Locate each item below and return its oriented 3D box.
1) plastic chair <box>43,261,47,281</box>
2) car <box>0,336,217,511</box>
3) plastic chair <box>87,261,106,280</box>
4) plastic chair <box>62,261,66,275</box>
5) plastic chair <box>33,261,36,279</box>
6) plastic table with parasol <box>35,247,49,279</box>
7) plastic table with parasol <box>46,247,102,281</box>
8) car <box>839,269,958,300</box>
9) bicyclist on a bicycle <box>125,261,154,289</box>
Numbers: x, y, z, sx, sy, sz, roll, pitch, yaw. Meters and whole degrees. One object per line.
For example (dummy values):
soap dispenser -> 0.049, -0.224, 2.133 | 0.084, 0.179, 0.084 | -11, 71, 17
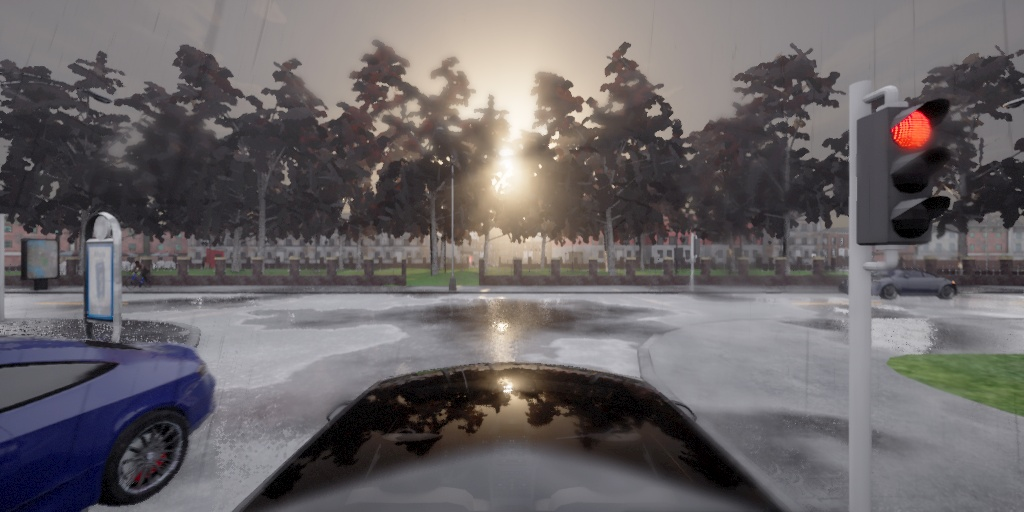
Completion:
plastic chair -> -40.227, 1.293, 31.468 | 0.730, 1.272, 0.750 | 0, 0, -40
car -> -3.898, 1.276, 1.708 | 1.812, 1.442, 4.674 | 0, 0, 2
plastic chair -> -38.199, 1.296, 32.947 | 0.730, 1.272, 0.750 | 0, 0, -40
plastic chair -> -38.294, 1.306, 31.240 | 0.750, 1.272, 0.730 | 0, 0, -35
plastic chair -> -44.626, 1.295, 34.105 | 0.730, 1.272, 0.750 | 0, 0, -41
plastic table with parasol -> -43.619, 0.621, 34.855 | 2.482, 2.480, 2.482 | 0, 0, -39
plastic table with parasol -> -39.197, 0.694, 32.213 | 2.482, 2.480, 2.482 | 0, 0, -40
car -> 18.242, 1.314, 17.066 | 4.181, 1.385, 1.994 | 0, 0, 0
bicyclist on a bicycle -> -22.038, 1.099, 21.234 | 0.582, 1.620, 1.656 | 0, 0, 0
